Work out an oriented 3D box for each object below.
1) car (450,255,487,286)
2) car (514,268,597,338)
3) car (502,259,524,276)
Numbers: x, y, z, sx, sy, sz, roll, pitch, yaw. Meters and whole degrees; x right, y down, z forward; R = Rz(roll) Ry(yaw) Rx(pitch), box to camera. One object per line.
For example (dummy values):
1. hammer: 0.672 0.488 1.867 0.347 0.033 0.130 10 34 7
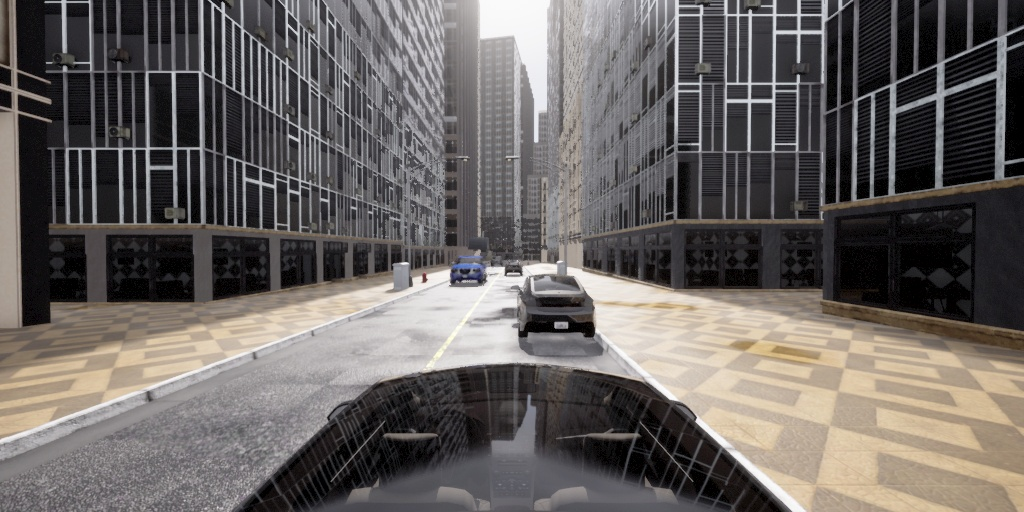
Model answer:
1. car: -3.034 0.974 25.921 2.150 2.045 5.566 0 0 0
2. car: 1.073 1.255 10.183 1.837 1.490 4.892 0 0 0
3. car: 0.172 1.263 37.859 1.837 1.490 4.892 0 0 0
